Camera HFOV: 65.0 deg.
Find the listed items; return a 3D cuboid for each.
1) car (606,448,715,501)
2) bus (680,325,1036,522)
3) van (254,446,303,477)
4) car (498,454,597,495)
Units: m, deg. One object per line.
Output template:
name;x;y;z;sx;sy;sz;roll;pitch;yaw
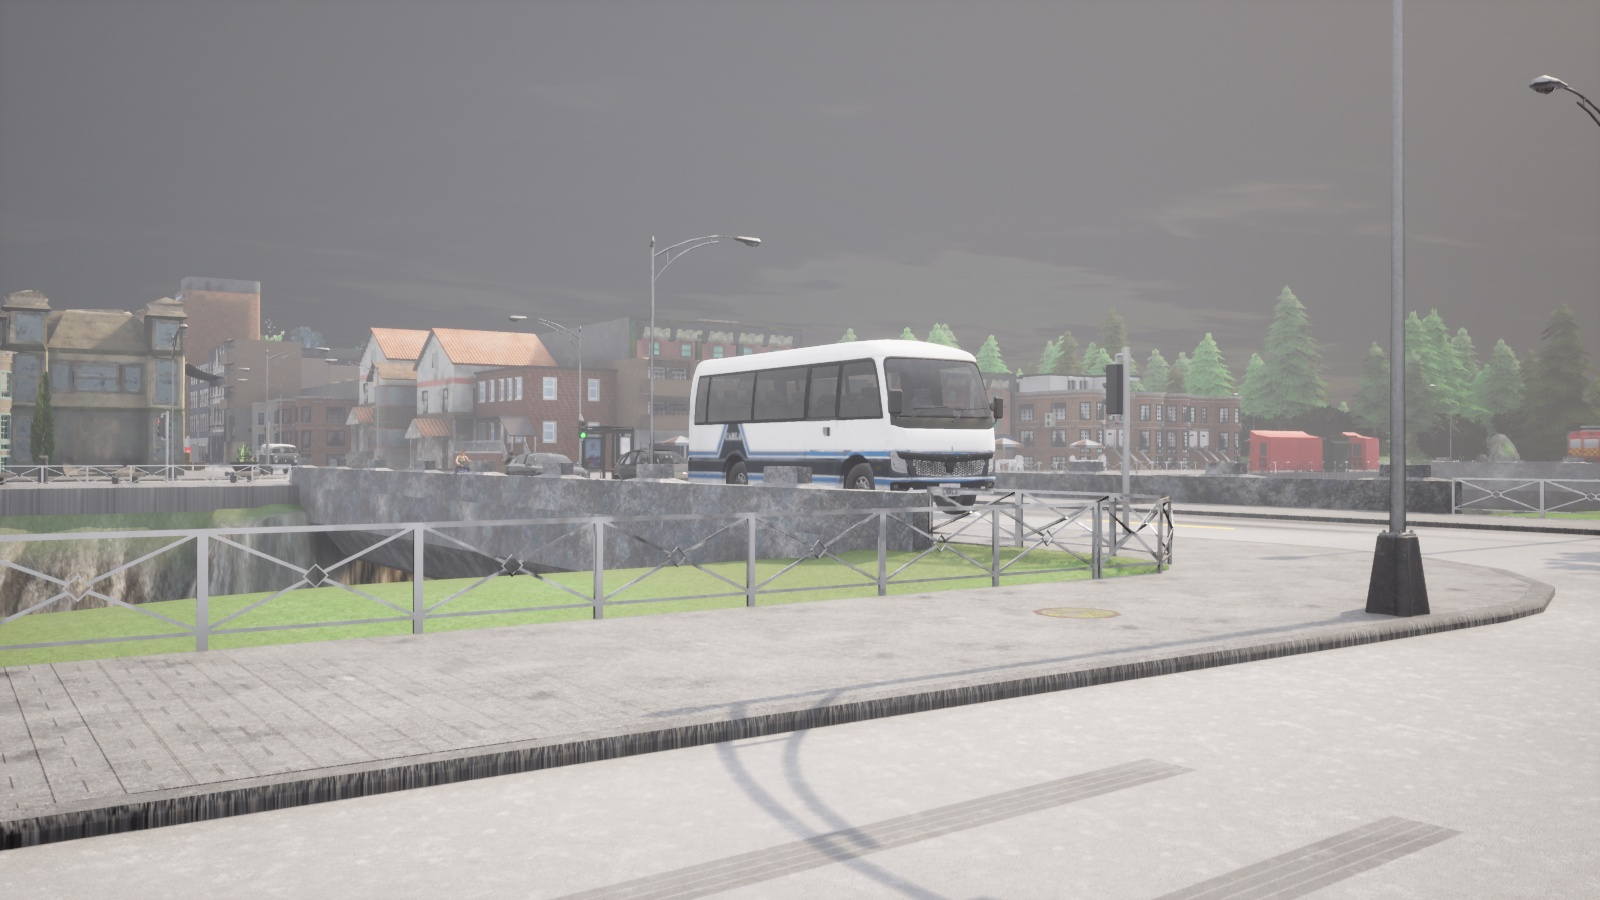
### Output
car;-4.535;0.751;40.350;1.851;1.617;3.988;0;0;-33
bus;1.029;-0.554;32.420;3.944;4.253;10.273;0;0;-33
van;-34.689;0.746;83.502;2.069;2.038;4.480;0;0;-35
car;-9.613;0.886;47.507;1.837;1.490;4.892;0;0;-36
